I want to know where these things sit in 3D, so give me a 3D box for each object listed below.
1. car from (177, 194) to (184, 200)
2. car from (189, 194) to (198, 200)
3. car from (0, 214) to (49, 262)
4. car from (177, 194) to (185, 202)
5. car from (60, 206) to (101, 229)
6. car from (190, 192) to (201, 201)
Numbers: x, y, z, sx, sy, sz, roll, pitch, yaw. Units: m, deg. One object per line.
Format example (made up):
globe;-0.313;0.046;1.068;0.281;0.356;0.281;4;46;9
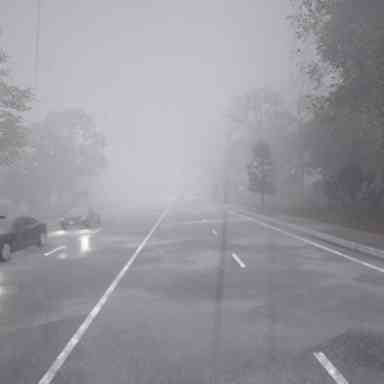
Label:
car;-3.009;1.372;87.756;1.812;1.442;4.674;-2;0;-2
car;0.486;1.242;87.881;2.128;1.511;4.902;-2;0;-2
car;-7.477;1.690;13.264;1.882;1.535;5.008;-2;0;-2
car;-2.651;1.500;77.729;2.128;1.511;4.902;-2;0;-2
car;-7.840;1.736;23.830;1.812;1.442;4.674;-2;0;-2
car;0.848;1.095;77.499;2.150;2.045;5.566;-2;0;-2
